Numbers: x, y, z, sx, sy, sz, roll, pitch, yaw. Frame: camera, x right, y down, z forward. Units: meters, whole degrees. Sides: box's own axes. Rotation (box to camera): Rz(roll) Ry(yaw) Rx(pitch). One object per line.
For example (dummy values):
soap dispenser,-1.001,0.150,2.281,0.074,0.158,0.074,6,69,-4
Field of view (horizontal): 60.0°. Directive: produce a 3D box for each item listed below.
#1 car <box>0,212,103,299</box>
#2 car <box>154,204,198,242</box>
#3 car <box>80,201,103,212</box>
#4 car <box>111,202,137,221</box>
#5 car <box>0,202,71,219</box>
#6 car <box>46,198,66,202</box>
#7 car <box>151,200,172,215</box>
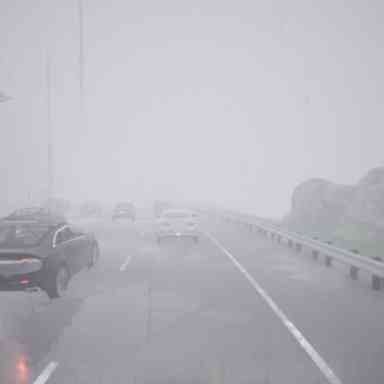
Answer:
car,-3.728,1.503,8.424,2.128,1.511,4.902,0,0,-3
car,-0.772,1.536,16.326,1.812,1.442,4.674,0,0,-5
car,-10.457,1.602,34.762,1.994,1.385,4.181,0,0,-11
car,-5.611,1.573,27.547,2.033,1.411,5.357,0,0,-9
car,-7.860,1.516,16.911,2.128,1.511,4.902,0,0,-5
car,-13.936,1.397,34.359,2.097,1.767,4.553,0,0,-11
car,-3.008,1.514,33.041,2.128,1.511,4.902,0,0,-10
